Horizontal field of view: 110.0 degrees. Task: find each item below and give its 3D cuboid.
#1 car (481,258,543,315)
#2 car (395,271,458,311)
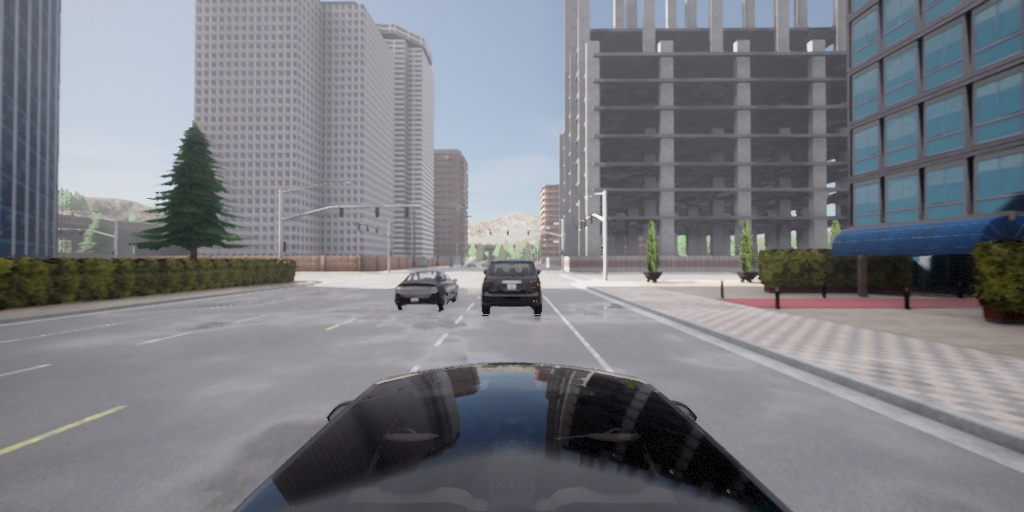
[{"bbox_3d":[0.000,1.116,14.416,2.150,2.045,5.566,0,0,0],"label":"car"},{"bbox_3d":[-3.491,1.394,15.329,2.128,1.511,4.902,0,0,0],"label":"car"}]
